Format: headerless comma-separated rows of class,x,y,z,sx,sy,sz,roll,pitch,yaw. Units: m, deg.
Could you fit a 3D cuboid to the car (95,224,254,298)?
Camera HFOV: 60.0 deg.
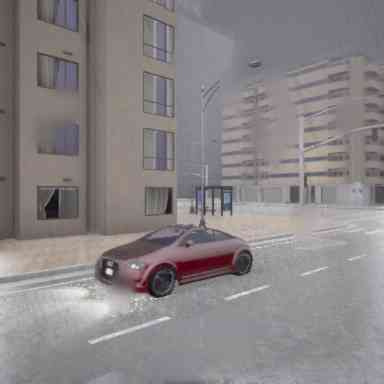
car,-0.304,1.564,8.609,4.181,1.385,1.994,0,0,-41
